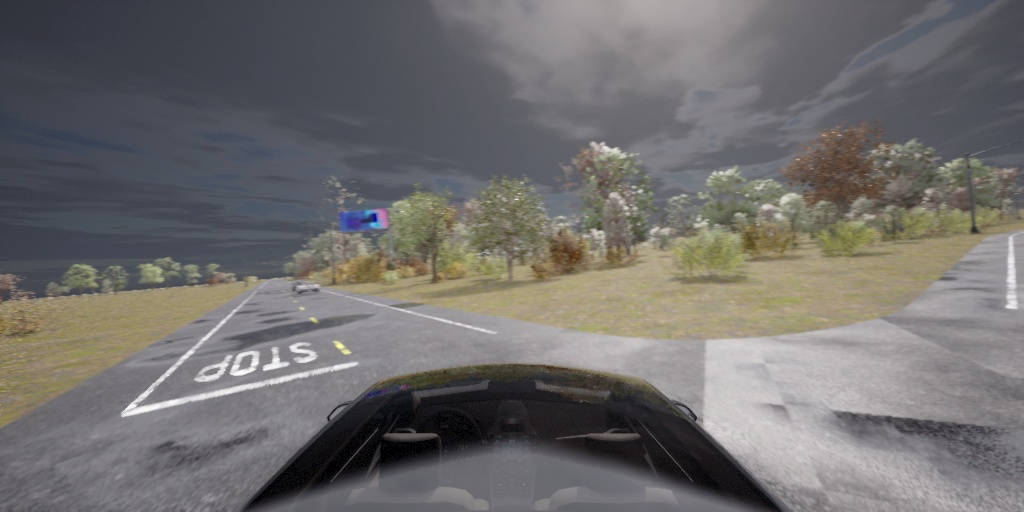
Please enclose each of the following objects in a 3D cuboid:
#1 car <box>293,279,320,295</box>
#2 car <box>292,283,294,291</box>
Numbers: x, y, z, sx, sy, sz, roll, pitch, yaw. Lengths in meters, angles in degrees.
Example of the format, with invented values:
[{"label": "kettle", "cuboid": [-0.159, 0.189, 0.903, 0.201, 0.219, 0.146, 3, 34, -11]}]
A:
[{"label": "car", "cuboid": [-22.072, 3.377, 38.749, 1.895, 1.301, 4.718, -4, 0, -34]}, {"label": "car", "cuboid": [-27.880, 3.793, 47.393, 2.128, 1.511, 4.902, -4, 0, -34]}]
